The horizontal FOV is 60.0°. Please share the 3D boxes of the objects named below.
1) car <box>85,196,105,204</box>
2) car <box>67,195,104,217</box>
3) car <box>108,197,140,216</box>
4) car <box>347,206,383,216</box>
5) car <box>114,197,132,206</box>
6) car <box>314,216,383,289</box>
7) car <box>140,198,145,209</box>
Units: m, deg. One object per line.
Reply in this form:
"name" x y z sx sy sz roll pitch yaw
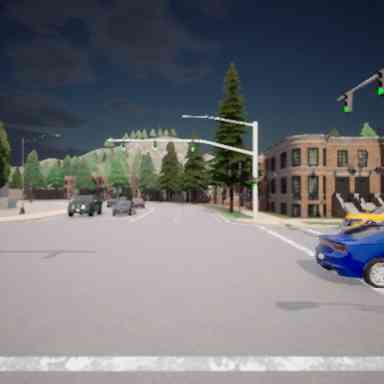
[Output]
"car" -18.836 1.561 64.492 1.882 1.535 5.008 0 0 -38
"car" -10.283 1.305 32.408 2.150 2.045 5.566 0 0 -2
"car" -6.801 1.591 33.719 1.837 1.490 4.892 0 0 -1
"car" 11.464 1.528 19.270 5.008 1.535 1.882 0 0 0
"car" -12.788 1.662 61.467 1.837 1.490 4.892 0 0 -29
"car" 5.829 1.518 8.667 5.008 1.535 1.882 0 0 0
"car" -7.706 1.599 47.254 1.882 1.535 5.008 0 0 -12
